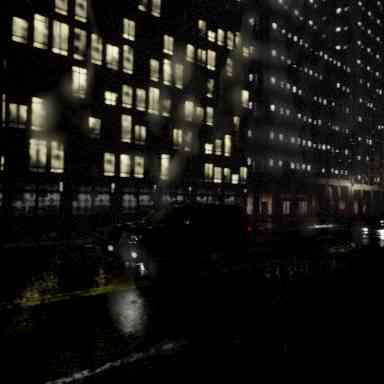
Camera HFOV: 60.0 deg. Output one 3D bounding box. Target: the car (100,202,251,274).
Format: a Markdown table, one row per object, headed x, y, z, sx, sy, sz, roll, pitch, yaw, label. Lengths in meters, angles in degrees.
| x | y | z | sx | sy | sz | roll | pitch | yaw | label |
| --- | --- | --- | --- | --- | --- | --- | --- | --- | --- |
| -0.278 | 1.387 | 11.524 | 5.566 | 2.045 | 2.150 | 3 | -1 | -41 | car |

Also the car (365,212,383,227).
| x | y | z | sx | sy | sz | roll | pitch | yaw | label |
| --- | --- | --- | --- | --- | --- | --- | --- | --- | --- |
| 18.563 | 2.655 | 32.166 | 5.008 | 1.535 | 1.882 | 3 | -1 | -41 | car |

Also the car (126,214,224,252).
| x | y | z | sx | sy | sz | roll | pitch | yaw | label |
| --- | --- | --- | --- | --- | --- | --- | --- | --- | --- |
| -0.707 | 1.777 | 15.461 | 4.181 | 1.385 | 1.994 | 3 | -1 | -41 | car |
